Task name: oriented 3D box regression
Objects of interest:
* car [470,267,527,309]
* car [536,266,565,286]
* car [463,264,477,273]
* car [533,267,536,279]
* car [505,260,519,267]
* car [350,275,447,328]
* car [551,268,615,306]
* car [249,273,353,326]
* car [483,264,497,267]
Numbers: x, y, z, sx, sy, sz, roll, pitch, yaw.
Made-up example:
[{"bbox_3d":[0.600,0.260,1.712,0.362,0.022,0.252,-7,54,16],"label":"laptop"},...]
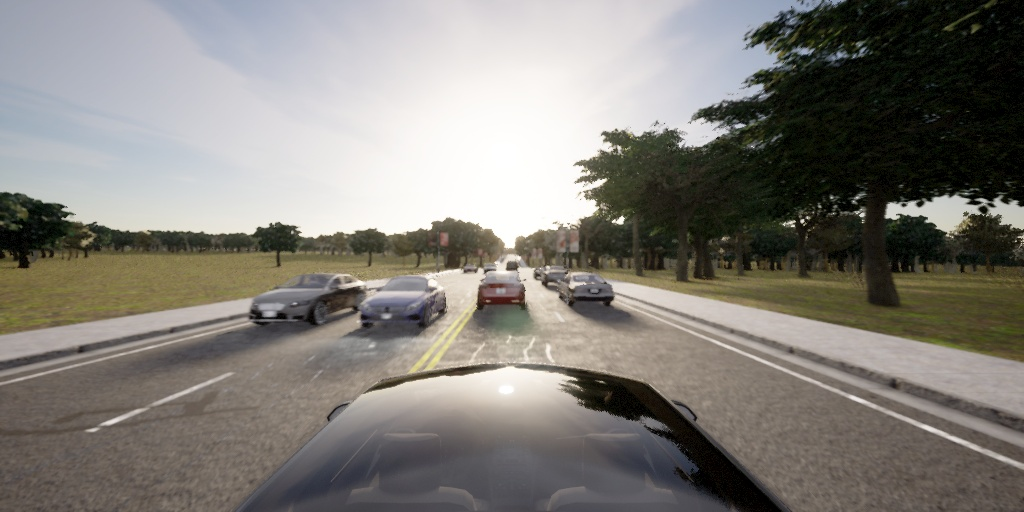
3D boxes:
[{"bbox_3d":[-0.378,1.385,15.865,2.163,1.488,4.792,0,-1,1],"label":"car"},{"bbox_3d":[3.254,1.501,27.660,2.128,1.511,4.902,0,-1,0],"label":"car"},{"bbox_3d":[-6.524,2.007,56.410,1.994,1.385,4.181,0,-1,1],"label":"car"},{"bbox_3d":[3.256,1.756,38.693,1.895,1.301,4.718,0,-1,0],"label":"car"},{"bbox_3d":[0.036,1.781,63.085,2.150,2.045,5.566,0,-1,1],"label":"car"},{"bbox_3d":[-3.344,1.369,11.893,1.812,1.442,4.674,0,-1,0],"label":"car"},{"bbox_3d":[3.253,1.436,16.657,2.033,1.411,5.357,0,-1,0],"label":"car"},{"bbox_3d":[-6.593,1.338,12.211,2.128,1.511,4.902,0,-1,0],"label":"car"},{"bbox_3d":[-3.296,1.905,53.902,1.837,1.490,4.892,0,-1,0],"label":"car"}]
